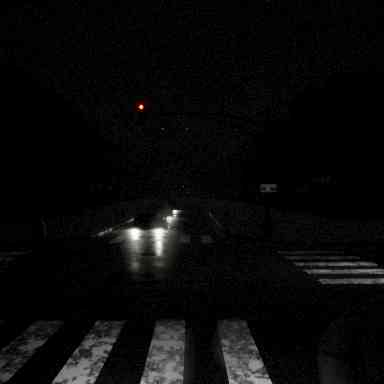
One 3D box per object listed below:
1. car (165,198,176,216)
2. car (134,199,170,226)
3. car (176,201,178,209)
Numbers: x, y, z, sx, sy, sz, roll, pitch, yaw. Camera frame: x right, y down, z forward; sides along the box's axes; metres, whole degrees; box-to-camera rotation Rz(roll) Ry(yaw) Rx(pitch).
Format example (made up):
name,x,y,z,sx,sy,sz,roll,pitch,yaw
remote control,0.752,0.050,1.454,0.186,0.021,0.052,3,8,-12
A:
name,x,y,z,sx,sy,sz,roll,pitch,yaw
car,-2.931,1.498,33.451,1.882,1.535,5.008,0,0,0
car,-2.912,1.492,23.982,1.882,1.535,5.008,0,0,0
car,-2.939,1.533,43.599,1.837,1.490,4.892,0,0,0
